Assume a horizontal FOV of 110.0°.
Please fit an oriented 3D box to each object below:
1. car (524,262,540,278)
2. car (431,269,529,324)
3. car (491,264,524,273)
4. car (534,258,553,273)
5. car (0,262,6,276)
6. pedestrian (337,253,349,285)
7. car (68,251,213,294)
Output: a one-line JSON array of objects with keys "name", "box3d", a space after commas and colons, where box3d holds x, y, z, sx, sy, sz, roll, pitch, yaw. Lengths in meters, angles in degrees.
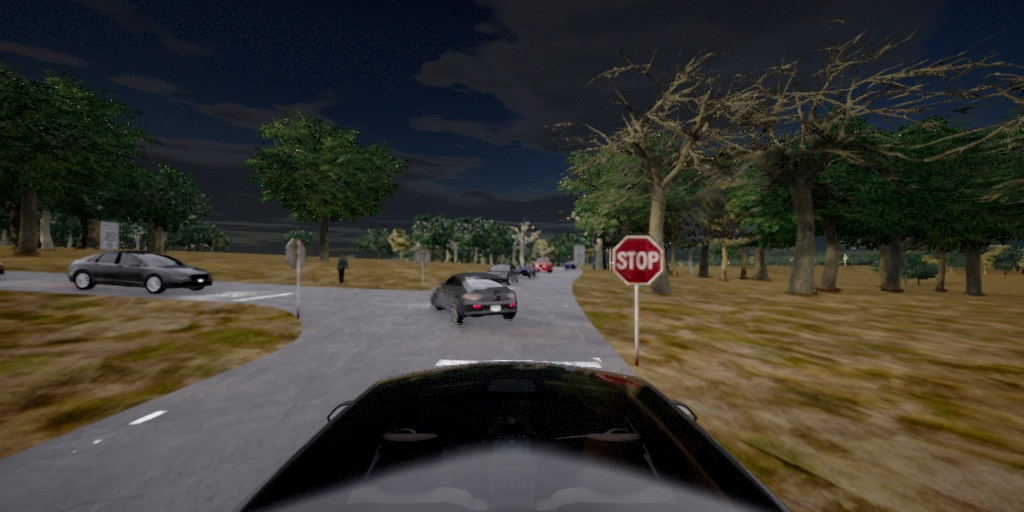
[{"name": "car", "box3d": [1.305, 1.526, 36.069, 1.895, 1.301, 4.718, 0, -1, 13]}, {"name": "car", "box3d": [-1.369, 1.269, 11.973, 1.812, 1.442, 4.674, 1, 0, -23]}, {"name": "car", "box3d": [-0.674, 1.330, 26.739, 1.837, 1.490, 4.892, 0, -1, 13]}, {"name": "car", "box3d": [4.297, 1.295, 49.258, 2.150, 2.045, 5.566, 0, -1, 13]}, {"name": "car", "box3d": [-23.802, 0.244, 14.728, 4.181, 1.385, 1.994, 3, -1, 3]}, {"name": "pedestrian", "box3d": [-9.656, 0.715, 20.301, 0.375, 1.860, 0.375, 0, -4, 3]}, {"name": "car", "box3d": [-14.567, 0.605, 14.193, 4.892, 1.490, 1.837, 3, -1, 4]}]
